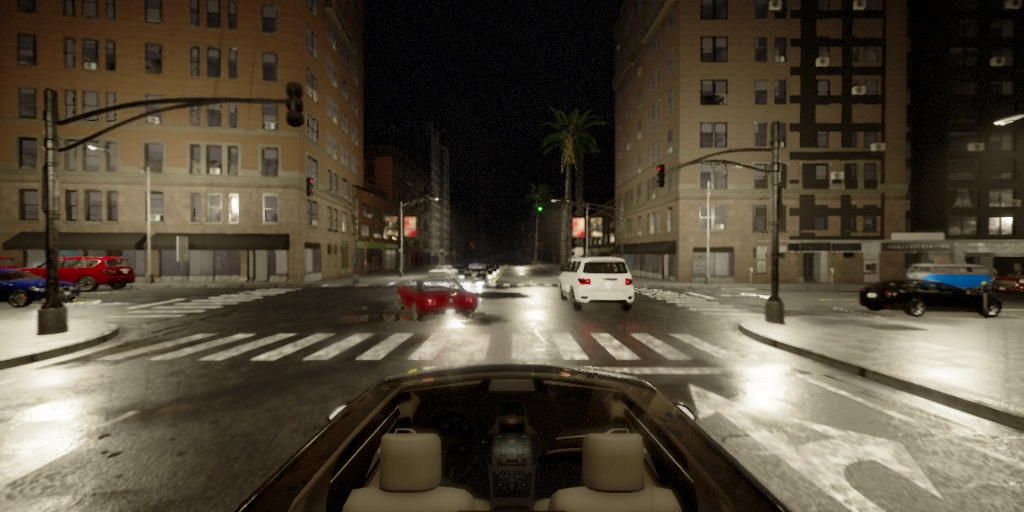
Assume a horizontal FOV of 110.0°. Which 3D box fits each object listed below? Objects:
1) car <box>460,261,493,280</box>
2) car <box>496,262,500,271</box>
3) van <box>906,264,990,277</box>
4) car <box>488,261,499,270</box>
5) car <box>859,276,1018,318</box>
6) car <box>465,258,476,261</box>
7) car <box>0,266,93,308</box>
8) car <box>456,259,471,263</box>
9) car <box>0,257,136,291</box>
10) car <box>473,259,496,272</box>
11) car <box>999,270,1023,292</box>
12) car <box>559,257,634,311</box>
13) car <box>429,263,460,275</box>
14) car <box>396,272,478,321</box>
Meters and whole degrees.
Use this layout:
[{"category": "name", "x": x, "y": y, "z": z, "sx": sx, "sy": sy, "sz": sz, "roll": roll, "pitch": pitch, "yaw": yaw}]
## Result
[{"category": "car", "x": -3.317, "y": 1.462, "z": 34.205, "sx": 2.128, "sy": 1.511, "sz": 4.902, "roll": 0, "pitch": 0, "yaw": 0}, {"category": "car", "x": -3.218, "y": 1.595, "z": 52.990, "sx": 1.837, "sy": 1.490, "sz": 4.892, "roll": 0, "pitch": 0, "yaw": 0}, {"category": "van", "x": 27.265, "y": 1.394, "z": 22.526, "sx": 3.998, "sy": 1.789, "sz": 1.690, "roll": 0, "pitch": 0, "yaw": 0}, {"category": "car", "x": -3.197, "y": 1.672, "z": 63.000, "sx": 1.812, "sy": 1.442, "sz": 4.674, "roll": 0, "pitch": 0, "yaw": 0}, {"category": "car", "x": 16.217, "y": 1.599, "z": 14.072, "sx": 4.313, "sy": 1.339, "sz": 1.948, "roll": 0, "pitch": 0, "yaw": 0}, {"category": "car", "x": -6.456, "y": 1.320, "z": 54.341, "sx": 2.150, "sy": 2.045, "sz": 5.566, "roll": 0, "pitch": 0, "yaw": 0}, {"category": "car", "x": -20.444, "y": 1.240, "z": 14.283, "sx": 4.674, "sy": 1.442, "sz": 1.812, "roll": 1, "pitch": 0, "yaw": -9}, {"category": "car", "x": -6.541, "y": 1.512, "z": 43.746, "sx": 1.882, "sy": 1.535, "sz": 5.008, "roll": 0, "pitch": 0, "yaw": 0}, {"category": "car", "x": -23.881, "y": 0.964, "z": 19.605, "sx": 5.009, "sy": 1.841, "sz": 2.192, "roll": 0, "pitch": 0, "yaw": -9}, {"category": "car", "x": -3.295, "y": 1.510, "z": 43.594, "sx": 1.882, "sy": 1.535, "sz": 5.008, "roll": 0, "pitch": 0, "yaw": 0}, {"category": "car", "x": 32.762, "y": 1.537, "z": 22.491, "sx": 4.097, "sy": 1.591, "sz": 1.967, "roll": 0, "pitch": 0, "yaw": 0}, {"category": "car", "x": 3.370, "y": 1.074, "z": 15.204, "sx": 2.150, "sy": 2.045, "sz": 5.566, "roll": 0, "pitch": 0, "yaw": 0}, {"category": "car", "x": -6.566, "y": 1.574, "z": 34.497, "sx": 1.895, "sy": 1.301, "sz": 4.718, "roll": 0, "pitch": 0, "yaw": 3}, {"category": "car", "x": -2.951, "y": 1.458, "z": 13.146, "sx": 1.895, "sy": 1.301, "sz": 4.718, "roll": 0, "pitch": 0, "yaw": -28}]
